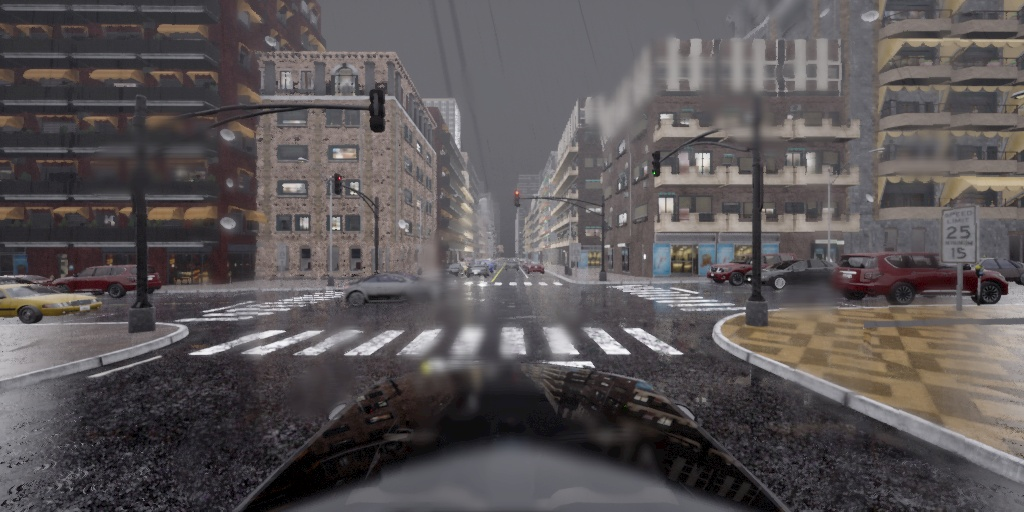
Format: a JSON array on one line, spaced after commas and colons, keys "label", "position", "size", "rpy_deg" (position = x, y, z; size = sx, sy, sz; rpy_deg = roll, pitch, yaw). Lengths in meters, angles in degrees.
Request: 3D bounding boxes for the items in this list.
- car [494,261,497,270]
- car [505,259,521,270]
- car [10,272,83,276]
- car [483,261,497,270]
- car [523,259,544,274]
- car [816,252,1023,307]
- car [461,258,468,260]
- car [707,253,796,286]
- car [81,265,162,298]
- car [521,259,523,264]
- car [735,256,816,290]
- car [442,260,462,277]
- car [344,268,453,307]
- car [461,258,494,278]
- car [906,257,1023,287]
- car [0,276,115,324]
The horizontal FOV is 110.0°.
[{"label": "car", "position": [-3.192, 1.237, 43.437], "size": [1.882, 1.535, 5.008], "rpy_deg": [0, 0, 0]}, {"label": "car", "position": [-0.012, 1.255, 51.982], "size": [2.128, 1.511, 4.902], "rpy_deg": [0, 0, 0]}, {"label": "car", "position": [-22.046, 1.637, 15.329], "size": [4.892, 1.490, 1.837], "rpy_deg": [-1, 0, -1]}, {"label": "car", "position": [-3.207, 1.365, 53.434], "size": [1.895, 1.301, 4.718], "rpy_deg": [0, 0, 0]}, {"label": "car", "position": [2.603, 1.198, 40.842], "size": [1.967, 1.591, 4.097], "rpy_deg": [0, 0, 0]}, {"label": "car", "position": [14.685, 0.775, 13.141], "size": [5.009, 1.841, 2.192], "rpy_deg": [0, 0, -1]}, {"label": "car", "position": [-5.777, 1.284, 40.651], "size": [1.751, 1.417, 4.829], "rpy_deg": [0, 0, 0]}, {"label": "car", "position": [14.531, 0.759, 21.520], "size": [5.009, 1.841, 2.192], "rpy_deg": [0, 0, -1]}, {"label": "car", "position": [-23.642, 1.462, 21.069], "size": [5.009, 1.841, 2.192], "rpy_deg": [0, 0, -1]}, {"label": "car", "position": [2.590, 1.200, 46.524], "size": [1.967, 1.591, 4.097], "rpy_deg": [0, 0, 0]}, {"label": "car", "position": [14.933, 0.947, 18.933], "size": [4.892, 1.490, 1.837], "rpy_deg": [-1, 0, -1]}, {"label": "car", "position": [-5.765, 1.322, 35.139], "size": [1.948, 1.339, 4.313], "rpy_deg": [0, 0, 0]}, {"label": "car", "position": [-4.937, 1.381, 15.515], "size": [4.181, 1.385, 1.994], "rpy_deg": [-1, 0, -1]}, {"label": "car", "position": [-3.172, 1.247, 34.014], "size": [2.128, 1.511, 4.902], "rpy_deg": [0, 0, 0]}, {"label": "car", "position": [24.723, 0.807, 19.044], "size": [5.357, 1.411, 2.033], "rpy_deg": [-1, 0, -1]}, {"label": "car", "position": [-17.654, 1.585, 12.786], "size": [4.829, 1.417, 1.751], "rpy_deg": [0, 0, -1]}]
